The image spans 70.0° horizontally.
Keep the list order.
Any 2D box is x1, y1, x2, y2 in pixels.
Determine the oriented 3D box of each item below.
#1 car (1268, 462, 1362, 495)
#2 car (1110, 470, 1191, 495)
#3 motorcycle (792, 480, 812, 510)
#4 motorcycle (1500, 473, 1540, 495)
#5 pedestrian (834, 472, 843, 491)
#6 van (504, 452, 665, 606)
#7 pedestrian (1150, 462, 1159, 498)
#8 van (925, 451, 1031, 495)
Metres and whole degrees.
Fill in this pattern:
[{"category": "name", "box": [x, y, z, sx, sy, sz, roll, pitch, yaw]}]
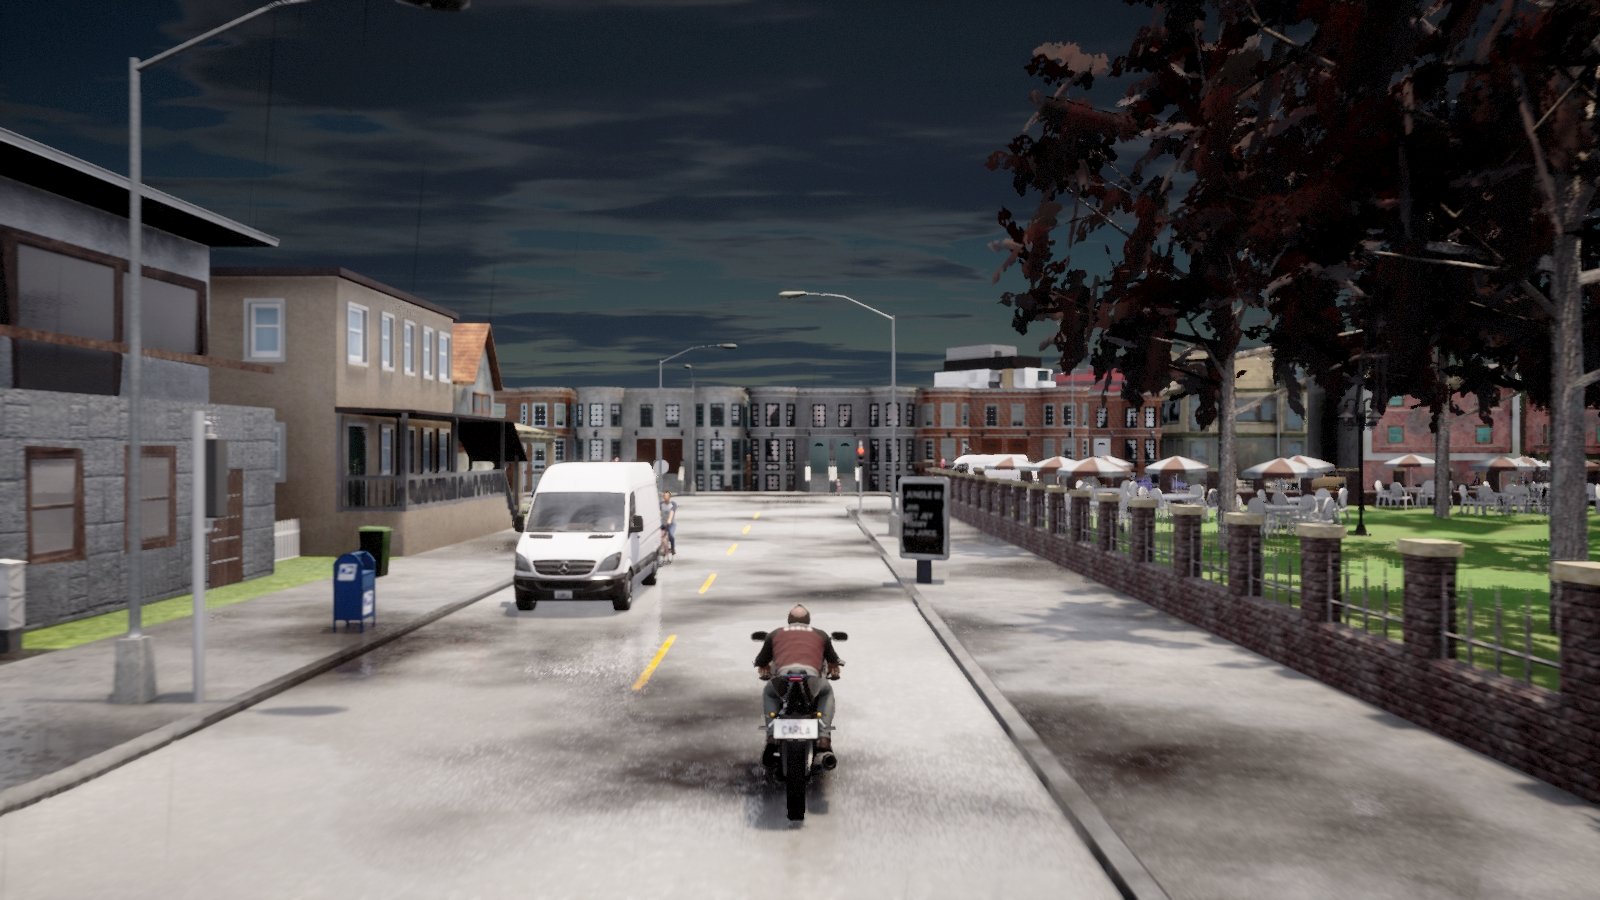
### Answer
[{"category": "car", "box": [30.038, 1.655, 66.724, 4.605, 1.855, 1.932, 0, 0, 2]}, {"category": "car", "box": [20.510, 1.909, 66.953, 4.181, 1.385, 1.994, 0, 0, 0]}, {"category": "motorcycle", "box": [0.111, 1.993, 51.157, 0.867, 1.251, 2.209, 0, 0, 1]}, {"category": "motorcycle", "box": [41.767, 1.975, 66.268, 1.805, 1.236, 0.856, 0, 0, 18]}, {"category": "pedestrian", "box": [2.320, 1.915, 69.663, 0.500, 1.100, 0.500, 0, 0, 7]}, {"category": "van", "box": [-3.946, 1.318, 22.003, 1.988, 2.561, 5.915, 0, 0, 0]}, {"category": "pedestrian", "box": [18.065, 1.525, 58.213, 0.375, 1.860, 0.375, 0, 0, 1]}, {"category": "van", "box": [10.414, 1.325, 67.002, 5.915, 2.561, 1.988, 0, 0, 0]}]
